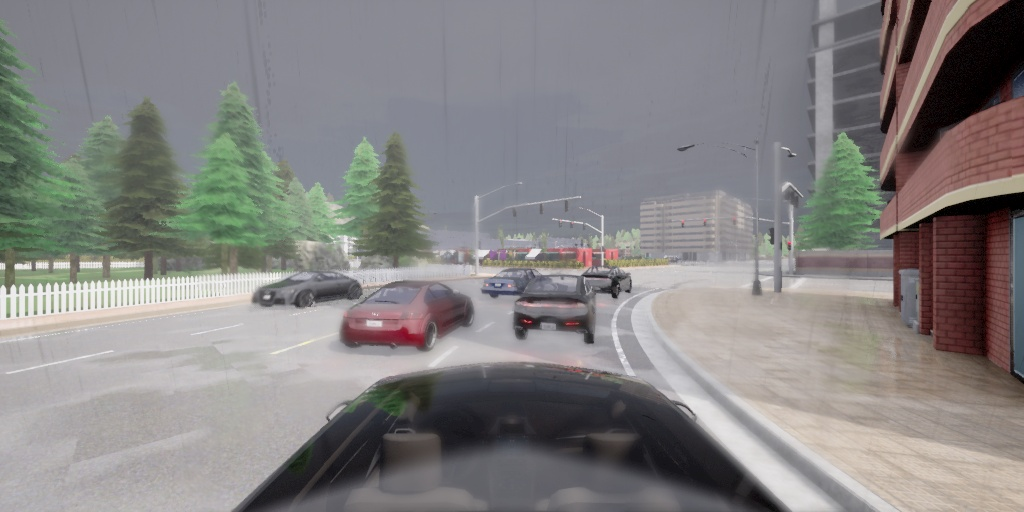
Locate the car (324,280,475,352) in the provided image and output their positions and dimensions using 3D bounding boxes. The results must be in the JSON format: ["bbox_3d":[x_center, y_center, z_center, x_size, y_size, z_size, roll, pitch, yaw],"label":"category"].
[{"bbox_3d":[-2.367,1.314,9.086,1.994,1.385,4.181,0,0,10],"label":"car"}]

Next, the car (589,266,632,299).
[{"bbox_3d":[4.834,1.236,18.319,2.128,1.511,4.902,1,1,29],"label":"car"}]

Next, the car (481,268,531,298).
[{"bbox_3d":[0.461,1.297,17.805,2.033,1.411,5.357,0,0,25],"label":"car"}]

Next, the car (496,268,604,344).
[{"bbox_3d":[1.343,1.242,9.758,2.128,1.511,4.902,0,0,14],"label":"car"}]

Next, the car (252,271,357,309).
[{"bbox_3d":[-8.281,1.315,14.908,1.994,1.385,4.181,0,0,18],"label":"car"}]
